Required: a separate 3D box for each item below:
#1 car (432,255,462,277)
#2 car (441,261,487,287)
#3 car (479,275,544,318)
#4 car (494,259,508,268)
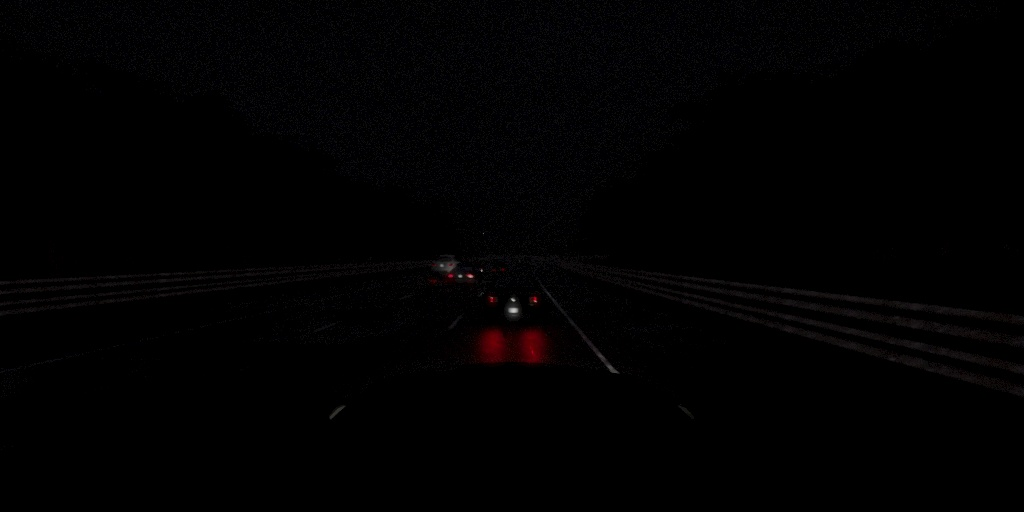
[{"bbox_3d":[-6.328,0.941,35.616,2.150,2.045,5.566,0,0,2],"label":"car"},{"bbox_3d":[-3.117,1.282,24.580,2.033,1.411,5.357,0,0,1],"label":"car"},{"bbox_3d":[0.077,1.348,13.031,1.895,1.301,4.718,0,0,1],"label":"car"},{"bbox_3d":[-1.775,1.200,57.551,1.812,1.442,4.674,0,0,3],"label":"car"}]
